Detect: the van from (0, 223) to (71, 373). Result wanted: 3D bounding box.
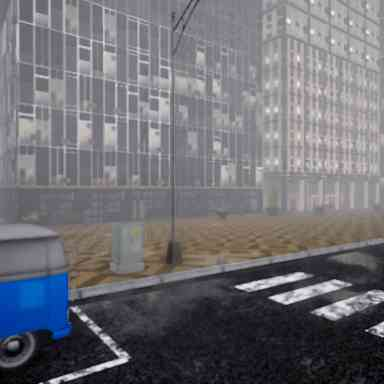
[{"bbox_3d":[-3.564,1.341,4.025,3.998,1.788,1.690,0,0,-35],"label":"van"}]
